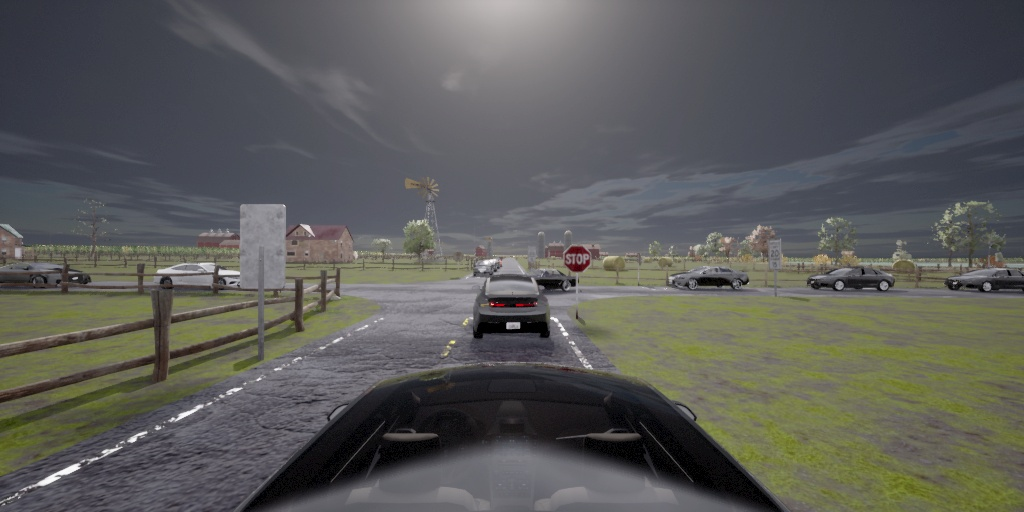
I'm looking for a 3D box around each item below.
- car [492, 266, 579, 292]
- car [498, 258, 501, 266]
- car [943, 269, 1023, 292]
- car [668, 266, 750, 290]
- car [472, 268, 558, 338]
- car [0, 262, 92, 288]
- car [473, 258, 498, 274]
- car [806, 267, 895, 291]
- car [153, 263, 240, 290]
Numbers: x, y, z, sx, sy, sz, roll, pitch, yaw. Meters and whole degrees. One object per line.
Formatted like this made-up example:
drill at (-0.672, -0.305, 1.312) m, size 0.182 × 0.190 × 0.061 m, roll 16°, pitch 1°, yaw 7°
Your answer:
car at (1.491, 1.369, 20.201) m, size 4.718 × 1.301 × 1.895 m, roll 1°, pitch 0°, yaw -35°
car at (-2.872, 1.241, 46.285) m, size 2.128 × 1.511 × 4.902 m, roll 0°, pitch 0°, yaw 0°
car at (31.692, 1.587, 23.734) m, size 4.892 × 1.490 × 1.837 m, roll 1°, pitch -1°, yaw -1°
car at (12.788, 1.397, 23.434) m, size 4.902 × 1.511 × 2.128 m, roll 1°, pitch -1°, yaw -2°
car at (-0.078, 1.256, 10.154) m, size 1.837 × 1.490 × 4.892 m, roll 0°, pitch 0°, yaw -3°
car at (-26.372, 1.048, 19.977) m, size 4.181 × 1.385 × 1.994 m, roll 1°, pitch -1°, yaw -1°
car at (-2.875, 1.243, 36.839) m, size 2.128 × 1.511 × 4.902 m, roll 0°, pitch 0°, yaw 0°
car at (22.190, 1.499, 23.609) m, size 4.892 × 1.490 × 1.837 m, roll 1°, pitch -1°, yaw -1°
car at (-17.252, 1.104, 20.103) m, size 4.674 × 1.442 × 1.812 m, roll 1°, pitch -1°, yaw -1°
